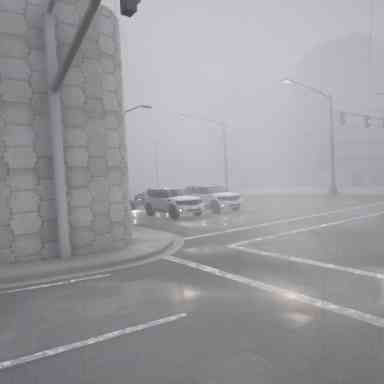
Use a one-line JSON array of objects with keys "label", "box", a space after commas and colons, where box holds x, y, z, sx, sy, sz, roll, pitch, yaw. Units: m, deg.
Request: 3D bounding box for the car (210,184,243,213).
[{"label": "car", "box": [1.394, 0.427, 25.649, 2.150, 2.045, 5.566, -5, 3, -35]}]

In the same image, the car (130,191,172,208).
[{"label": "car", "box": [-4.223, 0.694, 33.624, 2.128, 1.511, 4.902, -5, 3, -35]}]

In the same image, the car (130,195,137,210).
[{"label": "car", "box": [-6.873, 1.002, 31.325, 1.994, 1.385, 4.181, -5, 3, -35]}]

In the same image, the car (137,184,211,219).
[{"label": "car", "box": [-1.452, 0.662, 23.624, 2.150, 2.045, 5.566, -5, 3, -35]}]
